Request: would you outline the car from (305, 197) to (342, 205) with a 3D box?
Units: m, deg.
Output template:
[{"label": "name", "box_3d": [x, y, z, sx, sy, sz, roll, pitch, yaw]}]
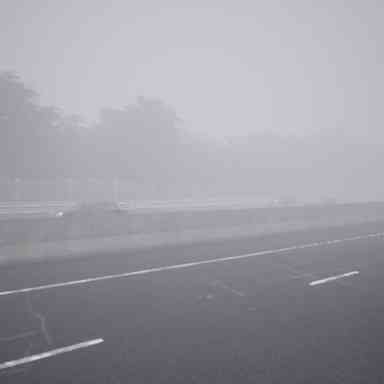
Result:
[{"label": "car", "box_3d": [16.001, 1.266, 40.401, 5.357, 1.411, 2.033, -1, 1, -34]}]

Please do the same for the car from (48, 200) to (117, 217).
[{"label": "car", "box_3d": [-6.554, 1.327, 20.766, 4.553, 1.767, 2.097, 0, 0, -35]}]

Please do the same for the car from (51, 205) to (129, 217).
[{"label": "car", "box_3d": [-4.688, 1.579, 17.809, 4.718, 1.301, 1.895, 0, 0, -35]}]

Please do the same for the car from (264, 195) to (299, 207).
[{"label": "car", "box_3d": [10.878, 1.126, 40.360, 4.553, 1.767, 2.097, -1, 0, -37]}]
